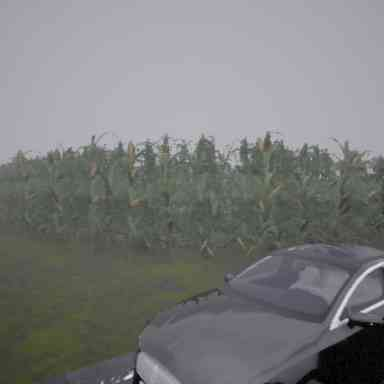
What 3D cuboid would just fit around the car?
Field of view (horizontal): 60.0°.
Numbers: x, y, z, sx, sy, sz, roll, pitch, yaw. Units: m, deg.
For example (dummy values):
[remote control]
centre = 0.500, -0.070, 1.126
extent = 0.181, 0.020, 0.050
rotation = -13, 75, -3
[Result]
[car]
centre = 1.644, 1.500, 4.231
extent = 4.902, 1.511, 2.128
rotation = 0, 0, -35
